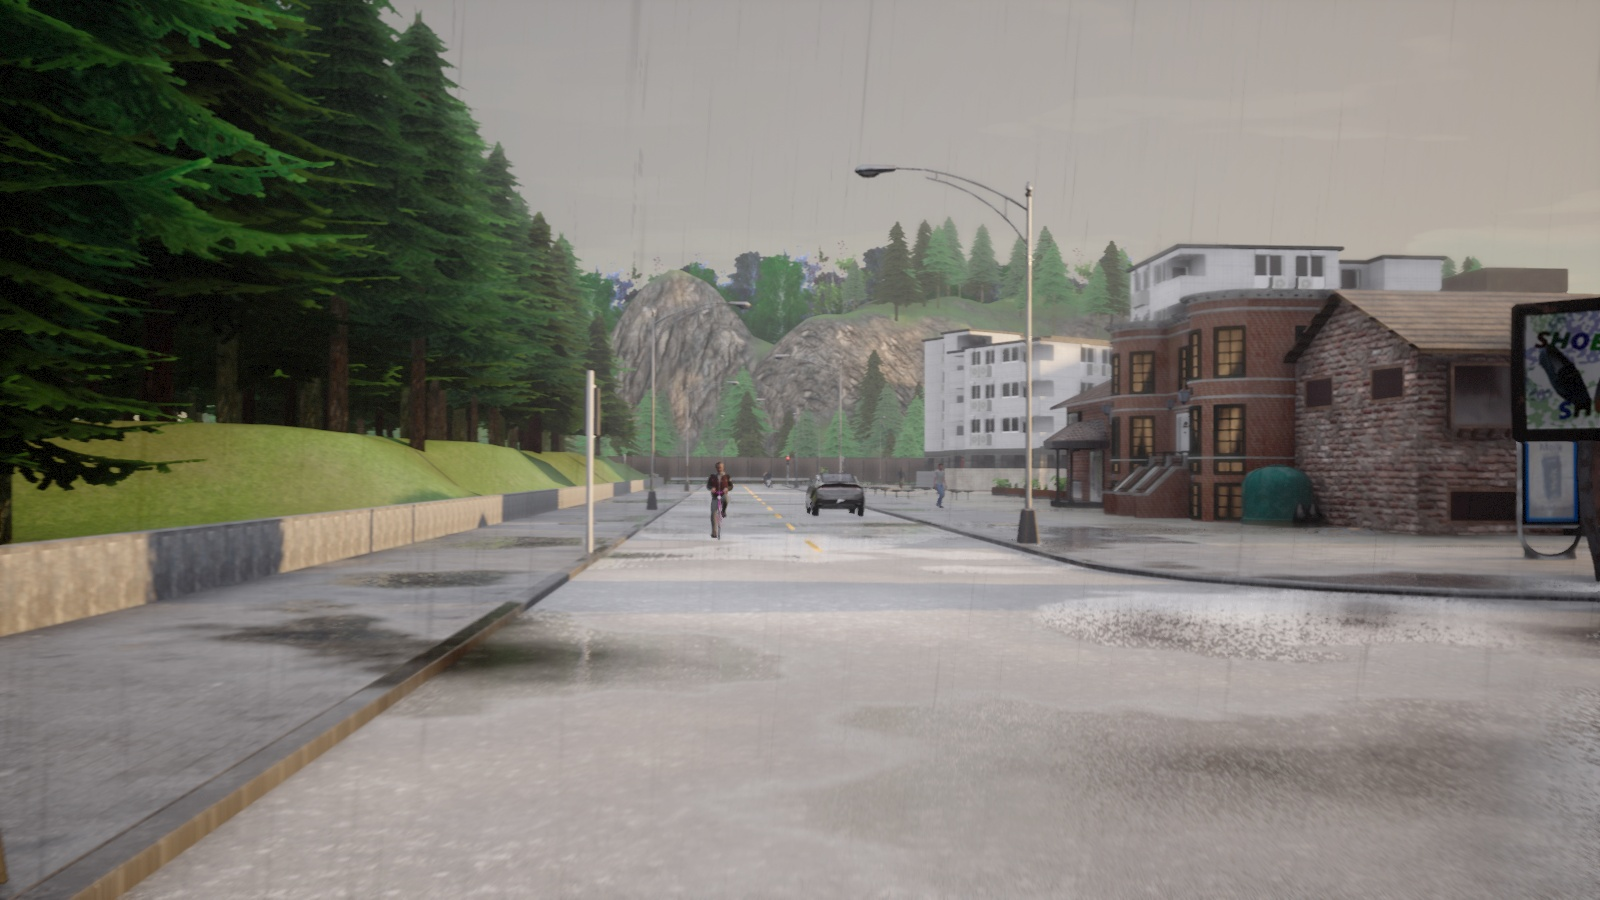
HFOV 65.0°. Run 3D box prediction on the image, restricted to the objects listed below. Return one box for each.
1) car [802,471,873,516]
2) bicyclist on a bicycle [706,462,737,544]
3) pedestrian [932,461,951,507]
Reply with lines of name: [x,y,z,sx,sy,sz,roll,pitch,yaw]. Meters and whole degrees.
car: [1.291,1.521,45.088,2.128,1.511,4.902,0,-1,-3]
bicyclist on a bicycle: [-1.751,1.163,28.156,0.659,1.776,1.843,0,-1,-3]
pedestrian: [5.660,1.343,50.227,0.354,1.836,0.706,1,-1,-40]
